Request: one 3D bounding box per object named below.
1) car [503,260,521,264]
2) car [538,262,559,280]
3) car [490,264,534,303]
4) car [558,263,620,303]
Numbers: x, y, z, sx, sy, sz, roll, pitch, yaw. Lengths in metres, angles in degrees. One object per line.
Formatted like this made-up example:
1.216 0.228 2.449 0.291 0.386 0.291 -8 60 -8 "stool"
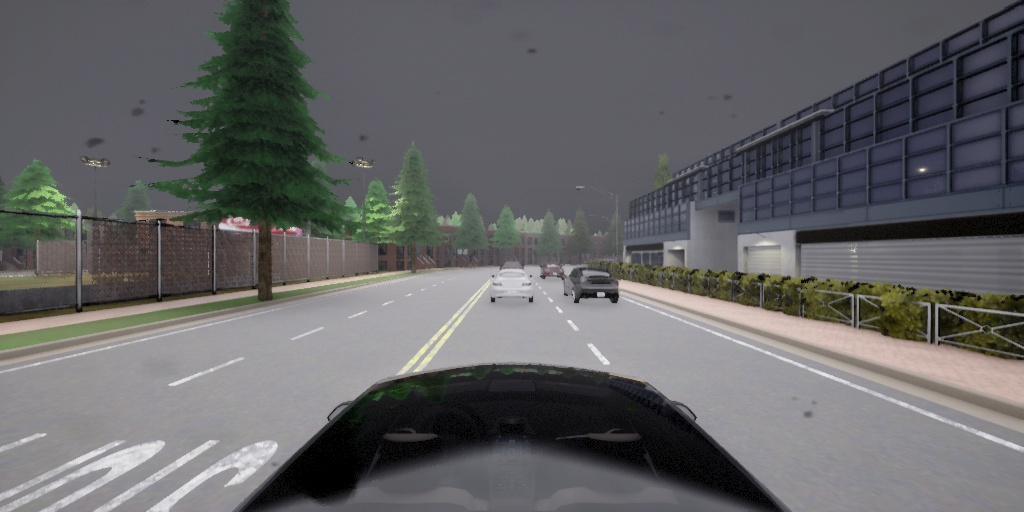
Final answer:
0.000 1.114 31.470 2.097 1.767 4.553 0 0 0 "car"
3.500 1.280 31.500 1.812 1.442 4.674 0 0 0 "car"
0.000 1.280 16.500 1.812 1.442 4.674 0 0 0 "car"
3.500 1.264 16.500 1.837 1.490 4.892 0 0 0 "car"
